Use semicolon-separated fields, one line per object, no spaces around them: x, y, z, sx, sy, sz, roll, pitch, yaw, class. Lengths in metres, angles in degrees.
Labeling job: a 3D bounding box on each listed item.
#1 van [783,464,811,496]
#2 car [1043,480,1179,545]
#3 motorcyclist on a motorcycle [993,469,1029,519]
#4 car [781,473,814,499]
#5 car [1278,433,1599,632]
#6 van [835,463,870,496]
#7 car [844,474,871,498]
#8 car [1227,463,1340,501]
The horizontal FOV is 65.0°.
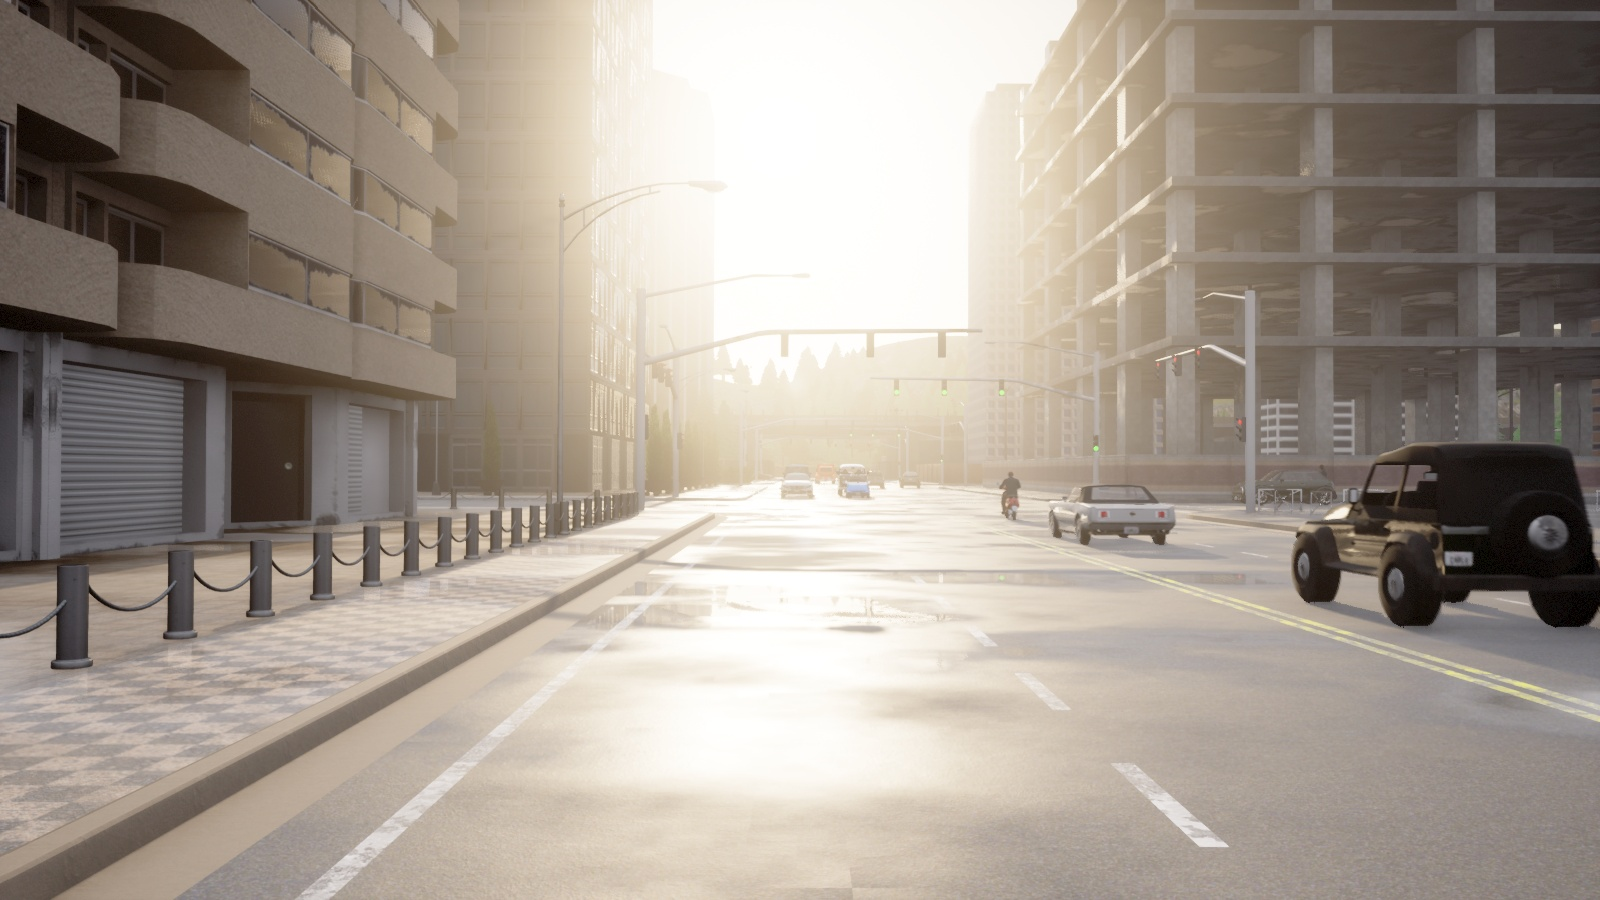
-0.176;1.938;81.760;1.775;1.987;4.442;0;-1;0;van
6.939;1.366;28.524;1.895;1.301;4.718;0;-1;0;car
6.911;1.432;41.303;0.866;1.590;1.817;0;-1;0;motorcyclist on a motorcycle
-0.156;2.061;72.813;1.812;1.442;4.674;0;-1;0;car
6.970;0.815;13.834;1.905;1.878;3.866;0;-1;0;car
3.327;1.870;80.252;2.069;2.038;4.480;0;-1;0;van
3.344;2.080;73.022;1.481;1.376;2.207;0;-1;0;car
22.934;1.526;59.686;4.553;1.767;2.097;0;-1;0;car
